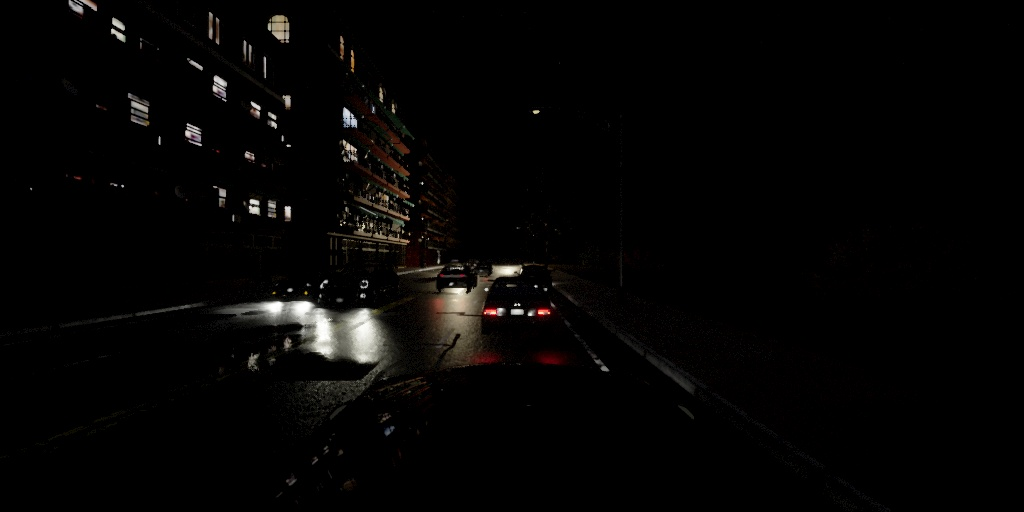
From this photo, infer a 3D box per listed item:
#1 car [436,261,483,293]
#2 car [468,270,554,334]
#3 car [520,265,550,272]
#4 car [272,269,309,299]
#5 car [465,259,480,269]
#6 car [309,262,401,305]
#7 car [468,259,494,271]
[{"bbox_3d":[-3.110,1.243,20.883,2.128,1.511,4.902,0,0,0],"label":"car"},{"bbox_3d":[0.120,1.299,10.531,2.033,1.411,5.357,0,0,0],"label":"car"},{"bbox_3d":[1.177,1.257,20.219,1.837,1.490,4.892,0,0,0],"label":"car"},{"bbox_3d":[-9.816,1.316,17.839,1.994,1.385,4.181,0,0,0],"label":"car"},{"bbox_3d":[-6.456,1.255,59.016,1.837,1.490,4.892,0,0,0],"label":"car"},{"bbox_3d":[-6.570,1.104,15.923,2.097,1.767,4.553,0,0,0],"label":"car"},{"bbox_3d":[-3.070,1.245,38.210,2.128,1.511,4.902,0,0,0],"label":"car"}]
